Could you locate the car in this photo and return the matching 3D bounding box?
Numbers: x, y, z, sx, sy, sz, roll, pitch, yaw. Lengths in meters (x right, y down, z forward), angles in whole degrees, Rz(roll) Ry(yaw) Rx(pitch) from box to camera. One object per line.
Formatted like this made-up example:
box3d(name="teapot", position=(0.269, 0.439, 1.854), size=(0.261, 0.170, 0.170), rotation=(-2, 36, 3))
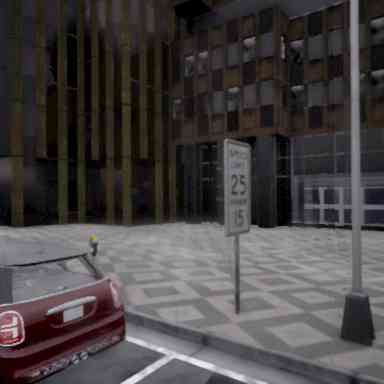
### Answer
box3d(name="car", position=(-2.992, 1.495, 5.094), size=(4.097, 1.590, 1.967), rotation=(-1, 0, 35))
